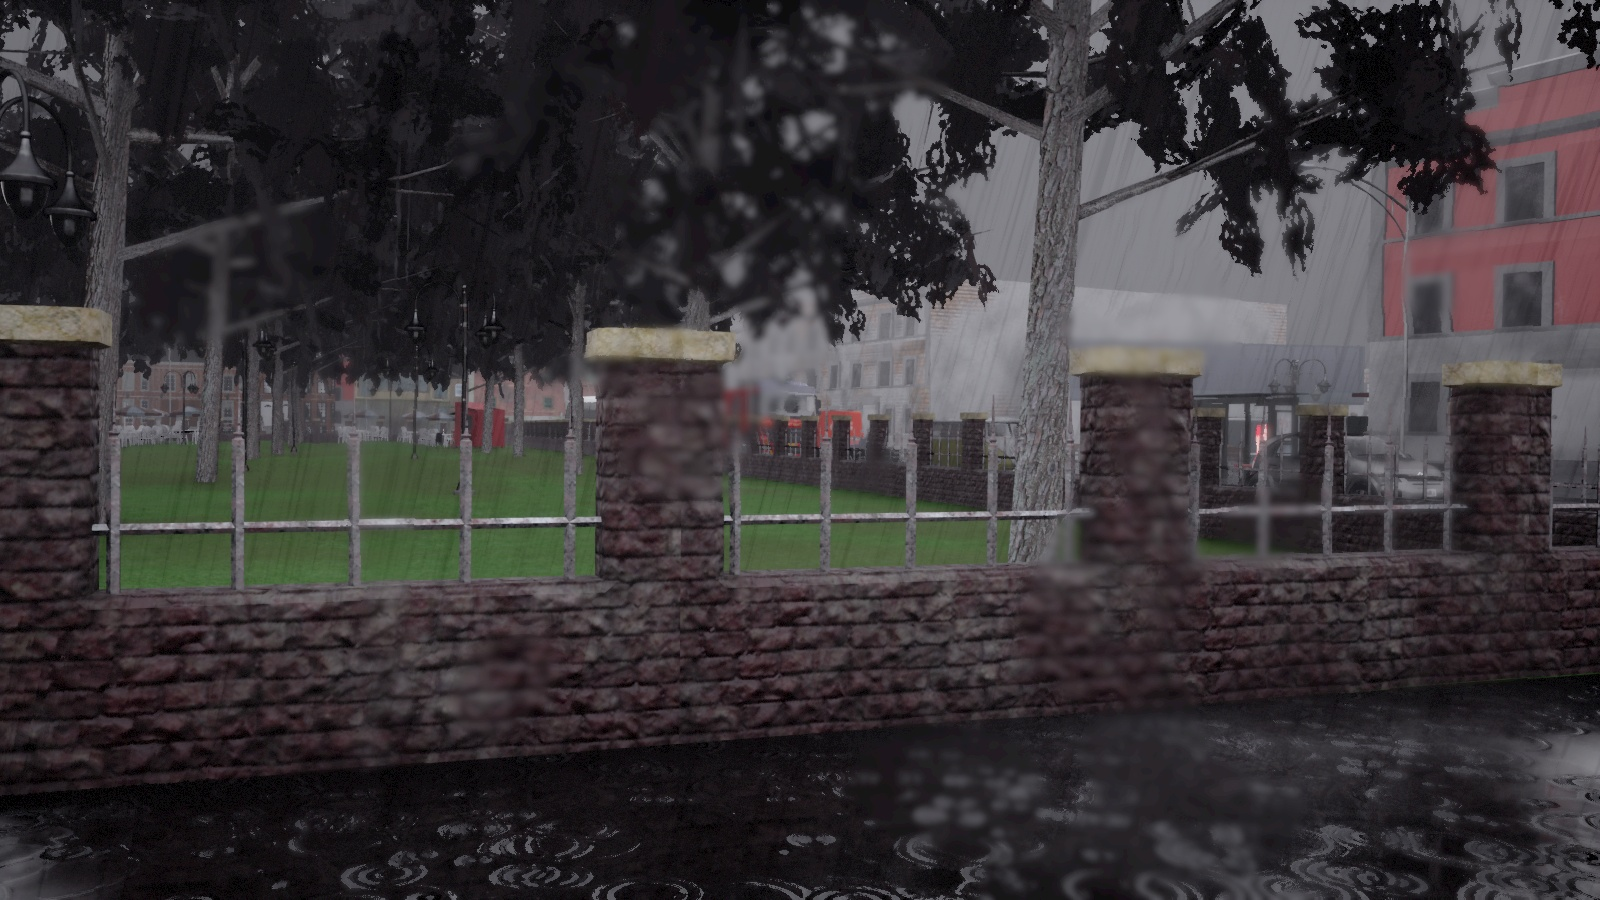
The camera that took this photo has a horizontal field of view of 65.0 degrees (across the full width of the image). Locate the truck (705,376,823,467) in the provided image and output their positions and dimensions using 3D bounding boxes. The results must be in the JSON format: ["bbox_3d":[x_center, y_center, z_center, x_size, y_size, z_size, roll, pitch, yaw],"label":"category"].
[{"bbox_3d":[-1.803,-1.282,57.441,2.891,3.827,8.468,-1,1,-20],"label":"truck"}]

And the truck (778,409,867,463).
[{"bbox_3d":[1.037,-0.699,61.418,2.627,2.467,5.204,-1,1,-20],"label":"truck"}]

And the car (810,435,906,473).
[{"bbox_3d":[2.087,0.118,46.563,1.895,1.301,4.718,-1,1,-20],"label":"car"}]

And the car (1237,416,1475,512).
[{"bbox_3d":[10.278,0.202,23.553,1.851,1.617,3.988,-1,1,-19],"label":"car"}]

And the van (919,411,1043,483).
[{"bbox_3d":[5.323,-0.116,37.445,1.775,1.987,4.442,-1,1,-20],"label":"van"}]
